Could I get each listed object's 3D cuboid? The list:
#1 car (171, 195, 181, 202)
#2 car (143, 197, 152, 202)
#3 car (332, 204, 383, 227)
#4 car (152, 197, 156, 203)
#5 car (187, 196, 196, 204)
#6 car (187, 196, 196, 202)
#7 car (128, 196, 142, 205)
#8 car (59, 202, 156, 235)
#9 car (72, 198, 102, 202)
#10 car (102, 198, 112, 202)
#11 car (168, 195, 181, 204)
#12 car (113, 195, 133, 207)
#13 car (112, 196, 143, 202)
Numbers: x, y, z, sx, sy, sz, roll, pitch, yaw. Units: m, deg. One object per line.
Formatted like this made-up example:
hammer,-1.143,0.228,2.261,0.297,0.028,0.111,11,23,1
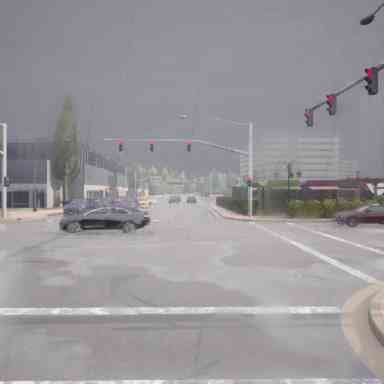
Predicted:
car,-3.587,1.425,74.922,1.994,1.385,4.181,0,0,0
car,-7.139,1.477,46.306,1.882,1.535,5.008,0,0,0
car,11.780,1.526,21.998,4.674,1.442,1.812,0,0,1
car,-7.137,1.526,56.261,1.812,1.442,4.674,0,0,0
car,-0.075,1.491,64.652,2.128,1.511,4.902,0,0,0
car,-0.088,1.468,74.958,1.895,1.301,4.718,0,0,0
car,-10.627,1.503,62.611,1.837,1.490,4.892,0,0,0
car,-4.686,1.492,18.280,4.902,1.511,2.128,0,0,0
car,-10.714,1.352,32.341,2.097,1.767,4.553,0,0,2
car,-10.643,1.491,41.489,2.128,1.511,4.902,0,0,0
car,-3.575,1.547,64.648,2.033,1.411,5.357,0,0,0
car,-10.647,1.352,51.496,2.097,1.767,4.553,0,0,0
car,-7.130,1.352,37.184,2.097,1.767,4.553,0,0,0
